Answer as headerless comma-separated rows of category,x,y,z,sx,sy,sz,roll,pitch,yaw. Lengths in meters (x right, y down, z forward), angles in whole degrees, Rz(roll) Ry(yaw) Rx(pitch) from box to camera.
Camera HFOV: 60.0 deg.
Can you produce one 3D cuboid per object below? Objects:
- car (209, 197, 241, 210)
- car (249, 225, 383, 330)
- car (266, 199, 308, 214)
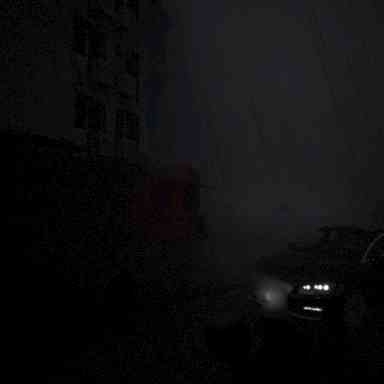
car,4.226,1.478,43.303,1.882,1.535,5.008,0,0,-36
car,3.314,1.491,6.980,4.902,1.511,2.128,0,0,-36
car,9.958,1.526,35.300,1.812,1.442,4.674,0,0,-36
